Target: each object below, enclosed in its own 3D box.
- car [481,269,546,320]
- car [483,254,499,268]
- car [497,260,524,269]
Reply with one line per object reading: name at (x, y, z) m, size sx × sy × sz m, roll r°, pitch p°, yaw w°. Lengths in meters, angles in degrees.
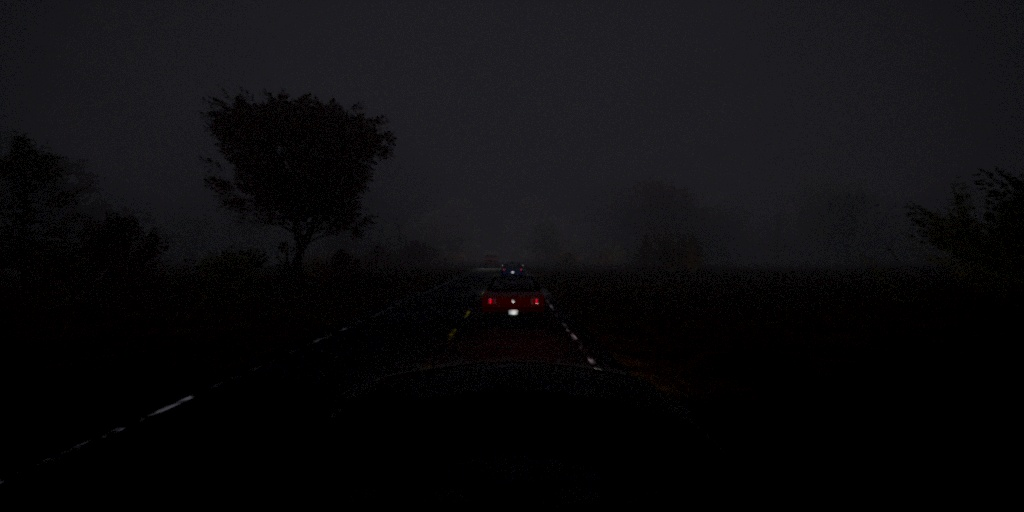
car at (0.057, 1.299, 12.367) m, size 1.895 × 1.301 × 4.718 m, roll 0°, pitch 0°, yaw 0°
car at (-3.088, 0.692, 53.684) m, size 2.150 × 2.045 × 5.566 m, roll 0°, pitch 0°, yaw 0°
car at (0.062, 1.171, 29.453) m, size 1.994 × 1.385 × 4.181 m, roll 0°, pitch 0°, yaw 0°
